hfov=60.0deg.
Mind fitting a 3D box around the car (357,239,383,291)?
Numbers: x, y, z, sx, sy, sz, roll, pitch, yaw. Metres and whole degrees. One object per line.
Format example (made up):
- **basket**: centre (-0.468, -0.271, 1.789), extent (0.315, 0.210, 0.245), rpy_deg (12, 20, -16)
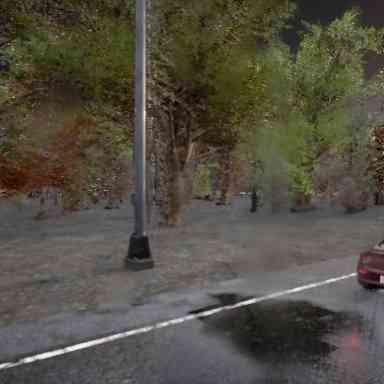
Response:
- **car**: centre (5.686, 1.568, 7.804), extent (4.674, 1.442, 1.812), rpy_deg (0, 0, -35)
